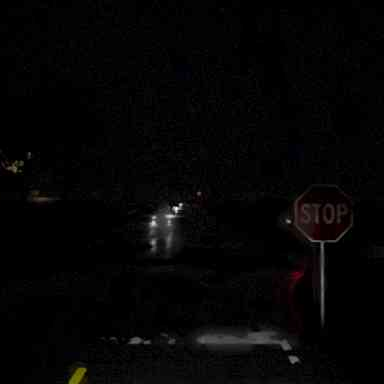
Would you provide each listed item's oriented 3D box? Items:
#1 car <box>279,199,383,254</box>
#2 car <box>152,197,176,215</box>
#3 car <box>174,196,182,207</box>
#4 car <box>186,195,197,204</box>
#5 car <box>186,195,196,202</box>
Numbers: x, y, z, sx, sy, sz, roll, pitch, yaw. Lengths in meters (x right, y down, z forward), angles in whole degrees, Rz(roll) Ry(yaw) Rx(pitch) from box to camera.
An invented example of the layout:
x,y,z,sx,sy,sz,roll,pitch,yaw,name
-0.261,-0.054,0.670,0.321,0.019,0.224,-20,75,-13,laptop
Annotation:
x,y,z,sx,sy,sz,roll,pitch,yaw,name
6.345,1.328,13.903,5.566,2.045,2.150,2,-3,-19,car
-2.947,1.481,33.618,1.812,1.442,4.674,0,0,0,car
-2.973,1.445,49.336,1.882,1.535,5.008,0,0,0,car
-0.170,1.513,61.006,1.812,1.442,4.674,0,0,0,car
-0.198,1.401,71.291,2.128,1.511,4.902,0,0,0,car
